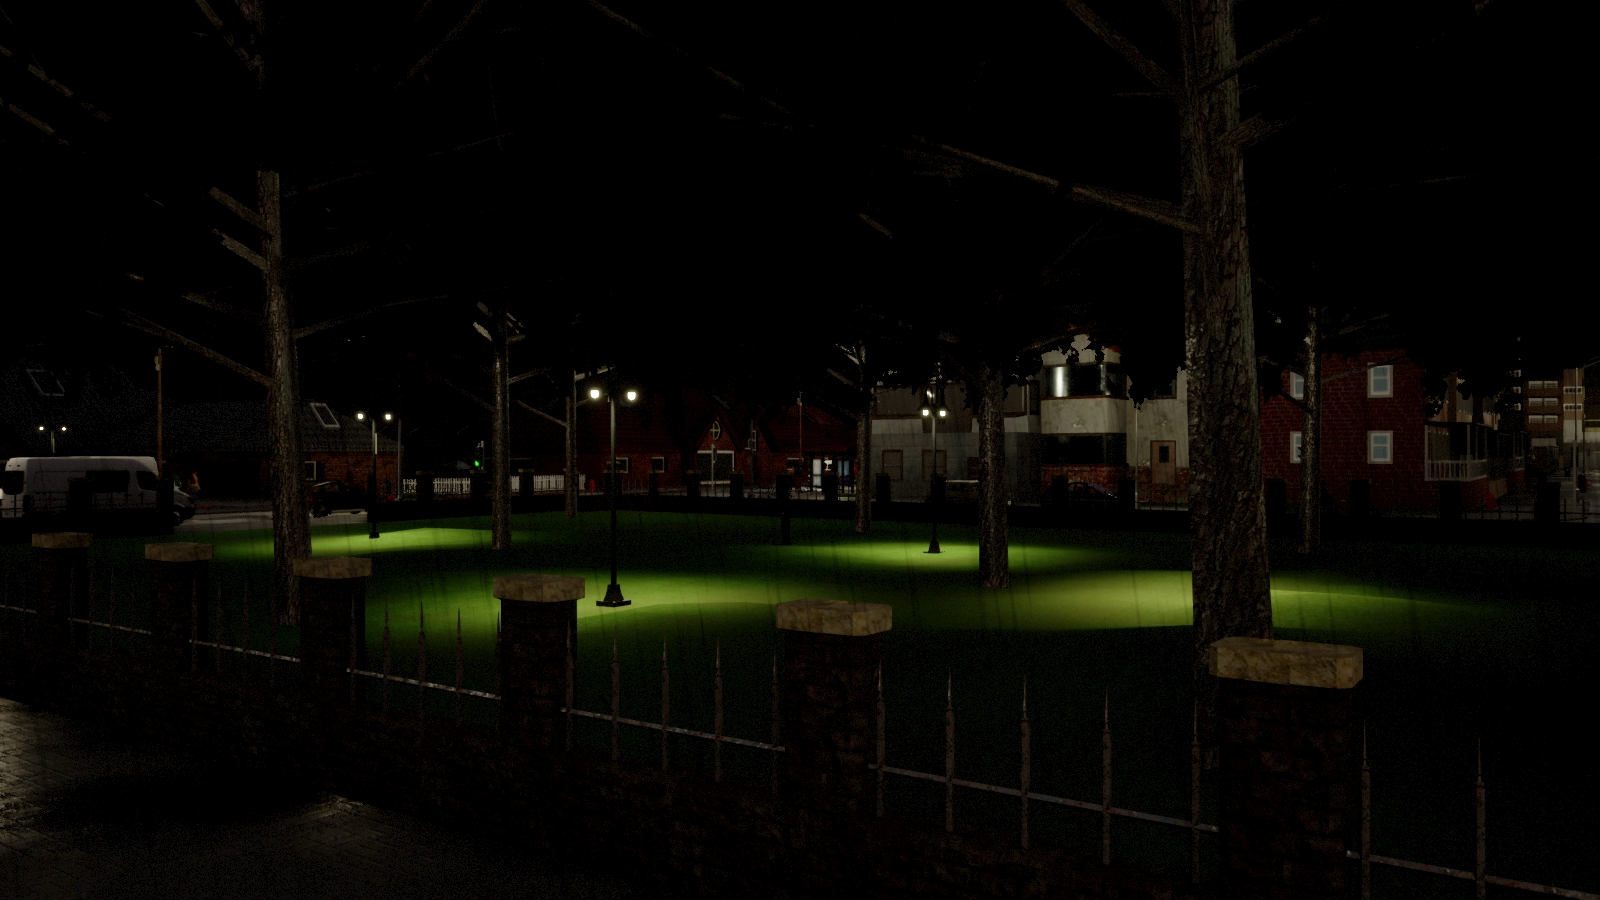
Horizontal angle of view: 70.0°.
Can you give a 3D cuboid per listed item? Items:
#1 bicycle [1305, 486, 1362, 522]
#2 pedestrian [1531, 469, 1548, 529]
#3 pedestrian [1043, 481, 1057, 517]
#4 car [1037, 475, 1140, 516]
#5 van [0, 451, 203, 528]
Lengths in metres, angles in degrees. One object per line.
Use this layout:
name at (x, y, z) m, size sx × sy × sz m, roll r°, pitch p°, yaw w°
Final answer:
bicycle at (19.256, 1.940, 41.288) m, size 1.835 × 1.271 × 0.329 m, roll 0°, pitch 0°, yaw 35°
pedestrian at (23.098, 1.525, 35.681) m, size 0.375 × 1.860 × 0.375 m, roll 0°, pitch 0°, yaw -42°
pedestrian at (9.159, 1.804, 41.832) m, size 0.375 × 1.300 × 0.375 m, roll 0°, pitch 0°, yaw 32°
car at (11.752, 1.818, 46.570) m, size 3.633 × 1.501 × 1.845 m, roll 0°, pitch 0°, yaw 35°
van at (-24.826, 1.314, 40.807) m, size 1.988 × 2.561 × 5.915 m, roll 0°, pitch 0°, yaw 36°
